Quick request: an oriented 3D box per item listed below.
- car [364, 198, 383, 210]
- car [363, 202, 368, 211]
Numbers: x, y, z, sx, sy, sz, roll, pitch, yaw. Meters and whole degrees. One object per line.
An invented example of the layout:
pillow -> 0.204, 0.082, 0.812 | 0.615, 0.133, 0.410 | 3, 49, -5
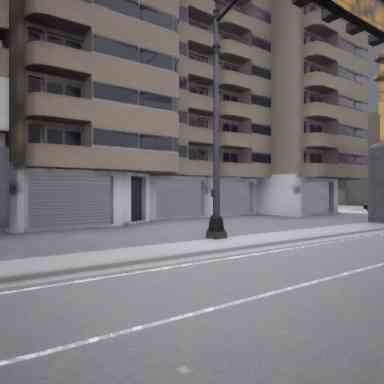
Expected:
car -> 20.679, 1.293, 35.369 | 1.853, 1.218, 4.536 | 0, 0, -11
car -> 20.689, 1.450, 35.318 | 2.038, 1.542, 4.974 | 0, 0, -11
